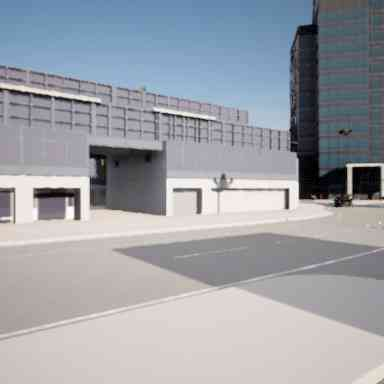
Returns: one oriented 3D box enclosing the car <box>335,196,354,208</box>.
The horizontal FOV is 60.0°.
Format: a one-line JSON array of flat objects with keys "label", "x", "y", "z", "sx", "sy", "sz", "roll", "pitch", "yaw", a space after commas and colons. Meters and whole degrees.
[{"label": "car", "x": 20.016, "y": 1.246, "z": 43.897, "sx": 1.837, "sy": 1.490, "sz": 4.892, "roll": 1, "pitch": 0, "yaw": 18}]
